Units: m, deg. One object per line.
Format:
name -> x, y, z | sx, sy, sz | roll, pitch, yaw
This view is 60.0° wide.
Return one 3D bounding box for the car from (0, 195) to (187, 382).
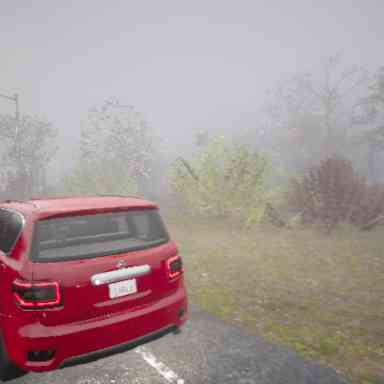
car -> -2.312, 1.086, 5.680 | 2.150, 2.045, 5.566 | -3, 2, -36
